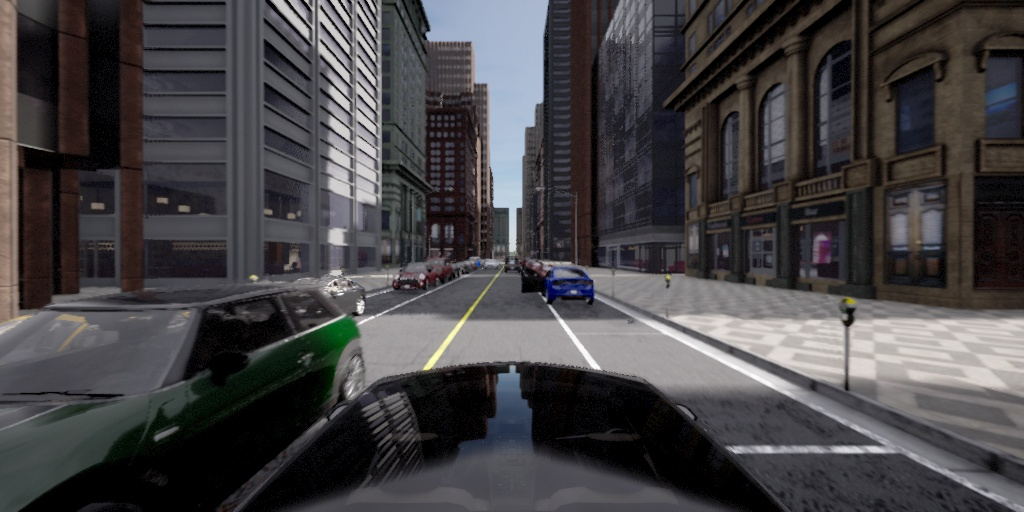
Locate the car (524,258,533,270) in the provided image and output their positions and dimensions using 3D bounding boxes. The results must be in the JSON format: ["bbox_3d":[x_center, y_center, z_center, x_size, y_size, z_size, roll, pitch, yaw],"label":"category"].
[{"bbox_3d":[2.752,1.296,44.346,1.802,1.307,4.207,0,0,0],"label":"car"}]

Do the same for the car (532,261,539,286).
[{"bbox_3d":[2.756,1.309,27.436,1.802,1.307,4.207,0,0,0],"label":"car"}]

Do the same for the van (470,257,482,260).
[{"bbox_3d":[-5.775,1.050,55.611,1.690,1.789,3.998,0,0,0],"label":"van"}]

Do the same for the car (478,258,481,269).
[{"bbox_3d":[-5.774,1.293,49.975,1.802,1.307,4.207,0,0,0],"label":"car"}]

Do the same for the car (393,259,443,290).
[{"bbox_3d":[-5.767,1.171,21.791,1.967,1.591,4.097,0,0,0],"label":"car"}]

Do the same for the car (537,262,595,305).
[{"bbox_3d":[2.357,1.214,16.134,1.882,1.535,5.008,0,0,0],"label":"car"}]

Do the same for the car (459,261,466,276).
[{"bbox_3d":[-5.770,1.287,33.065,1.948,1.339,4.313,0,0,0],"label":"car"}]

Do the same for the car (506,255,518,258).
[{"bbox_3d":[-0.012,0.932,54.414,2.150,2.045,5.566,0,0,0],"label":"car"}]

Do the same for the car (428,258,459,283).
[{"bbox_3d":[-5.769,1.041,27.428,2.192,1.841,5.009,0,0,0],"label":"car"}]

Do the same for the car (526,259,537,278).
[{"bbox_3d":[2.754,1.300,38.709,1.802,1.307,4.207,0,0,0],"label":"car"}]

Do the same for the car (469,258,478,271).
[{"bbox_3d":[-5.773,1.264,44.338,2.007,1.370,4.403,0,0,0],"label":"car"}]

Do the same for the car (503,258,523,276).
[{"bbox_3d":[0.057,1.241,43.343,1.812,1.442,4.674,0,0,0],"label":"car"}]

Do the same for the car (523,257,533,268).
[{"bbox_3d":[2.751,1.151,49.982,1.967,1.591,4.097,0,0,0],"label":"car"}]

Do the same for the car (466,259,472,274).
[{"bbox_3d":[-5.771,1.283,38.702,1.948,1.339,4.313,0,0,0],"label":"car"}]

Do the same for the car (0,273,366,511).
[{"bbox_3d":[-3.101,1.100,3.117,2.097,1.767,4.553,0,0,0],"label":"car"}]

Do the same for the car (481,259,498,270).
[{"bbox_3d":[-3.037,1.236,52.861,1.812,1.442,4.674,0,0,0],"label":"car"}]
